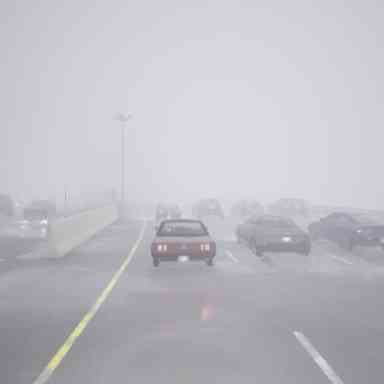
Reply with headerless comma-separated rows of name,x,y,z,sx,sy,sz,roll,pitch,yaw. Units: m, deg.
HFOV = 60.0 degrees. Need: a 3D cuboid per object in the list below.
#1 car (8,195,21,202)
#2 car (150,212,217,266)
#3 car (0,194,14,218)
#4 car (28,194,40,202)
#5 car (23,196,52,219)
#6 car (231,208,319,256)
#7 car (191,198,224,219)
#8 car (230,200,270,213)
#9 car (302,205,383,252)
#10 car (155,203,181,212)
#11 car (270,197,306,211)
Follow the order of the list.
car,-34.661,1.272,65.000,1.895,1.301,4.718,0,0,-23
car,-0.369,1.578,11.524,1.895,1.301,4.718,0,0,-4
car,-16.400,1.190,27.034,2.150,2.045,5.566,0,0,-9
car,-31.472,1.207,66.443,2.033,1.411,5.357,0,0,-23
car,-13.221,1.435,29.148,1.882,1.535,5.008,0,0,-10
car,3.016,1.534,13.060,1.994,1.385,4.181,0,0,-4
car,1.239,1.293,28.573,2.097,1.767,4.553,0,0,-8
car,4.708,1.428,29.066,2.128,1.511,4.902,0,0,-8
car,6.470,1.490,13.733,1.812,1.442,4.674,0,0,-4
car,-2.036,1.549,27.004,1.895,1.301,4.718,0,0,-8
car,8.238,1.284,29.065,2.097,1.767,4.553,0,0,-8
